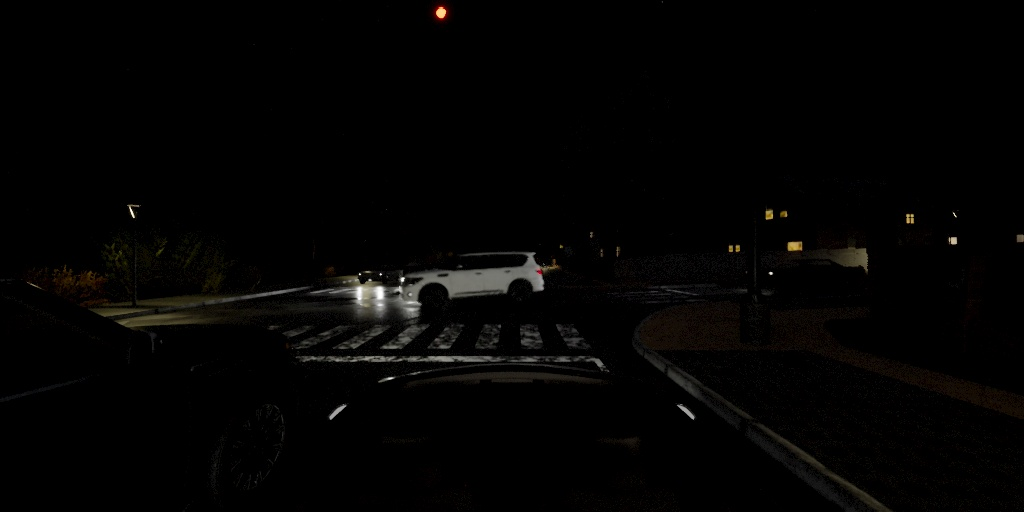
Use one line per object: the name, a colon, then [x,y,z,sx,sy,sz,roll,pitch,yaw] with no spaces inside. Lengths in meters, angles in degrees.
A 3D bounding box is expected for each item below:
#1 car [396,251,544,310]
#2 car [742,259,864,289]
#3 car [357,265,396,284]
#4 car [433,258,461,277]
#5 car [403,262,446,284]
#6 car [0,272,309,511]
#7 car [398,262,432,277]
car: [-1.486,0.871,14.157,5.566,2.045,2.150,-1,-1,-20]
car: [13.593,0.805,16.920,4.718,1.301,1.895,-2,-1,-6]
car: [-9.848,1.363,27.070,1.895,1.301,4.718,0,0,0]
car: [-6.589,1.122,37.082,2.097,1.767,4.553,0,0,0]
car: [-6.596,1.254,27.731,2.128,1.511,4.902,0,0,0]
car: [-3.159,0.971,1.207,2.150,2.045,5.566,0,0,2]
car: [-9.846,1.318,36.770,2.033,1.411,5.357,0,0,0]
